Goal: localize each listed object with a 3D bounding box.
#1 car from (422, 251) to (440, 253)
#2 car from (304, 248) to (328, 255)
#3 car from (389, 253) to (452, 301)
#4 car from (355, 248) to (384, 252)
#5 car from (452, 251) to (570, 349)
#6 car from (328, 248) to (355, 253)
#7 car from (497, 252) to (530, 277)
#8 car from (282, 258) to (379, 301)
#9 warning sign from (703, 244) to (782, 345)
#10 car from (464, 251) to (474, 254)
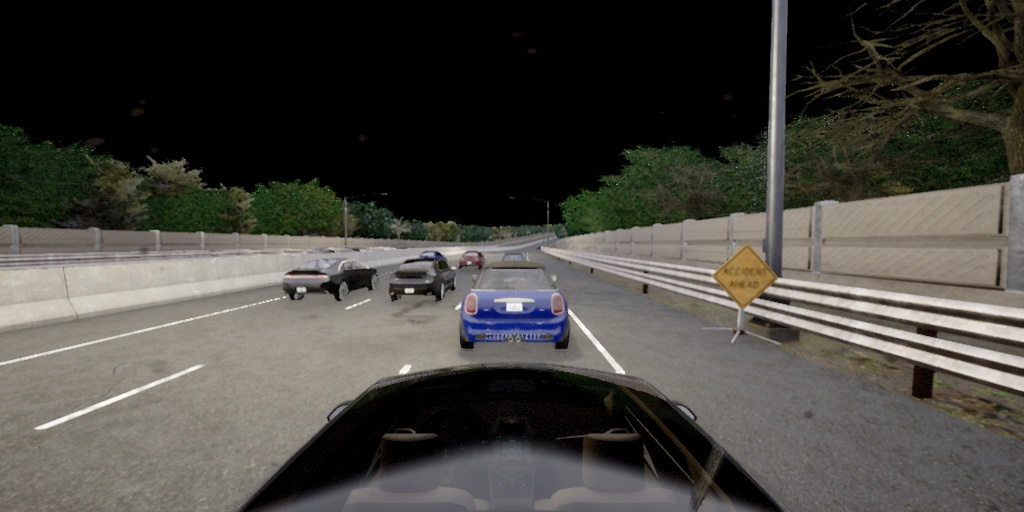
[{"bbox_3d":[-6.821,0.289,30.388,1.812,1.442,4.674,0,2,1],"label":"car"},{"bbox_3d":[-24.229,-0.274,45.264,2.128,1.511,4.902,0,2,2],"label":"car"},{"bbox_3d":[-3.412,0.825,14.379,1.837,1.490,4.892,0,2,0],"label":"car"},{"bbox_3d":[-17.240,-0.270,44.904,1.882,1.535,5.008,0,2,2],"label":"car"},{"bbox_3d":[0.060,0.870,8.585,2.097,1.767,4.553,0,2,0],"label":"car"},{"bbox_3d":[-20.730,-0.257,45.290,1.837,1.490,4.892,0,2,2],"label":"car"},{"bbox_3d":[0.105,0.506,24.851,2.033,1.411,5.357,0,2,1],"label":"car"},{"bbox_3d":[-6.914,0.818,14.211,2.128,1.511,4.902,0,2,0],"label":"car"},{"bbox_3d":[4.551,0.683,7.178,1.300,1.860,1.060,0,0,0],"label":"warning sign"},{"bbox_3d":[-3.321,0.291,30.365,1.812,1.442,4.674,0,2,1],"label":"car"}]
